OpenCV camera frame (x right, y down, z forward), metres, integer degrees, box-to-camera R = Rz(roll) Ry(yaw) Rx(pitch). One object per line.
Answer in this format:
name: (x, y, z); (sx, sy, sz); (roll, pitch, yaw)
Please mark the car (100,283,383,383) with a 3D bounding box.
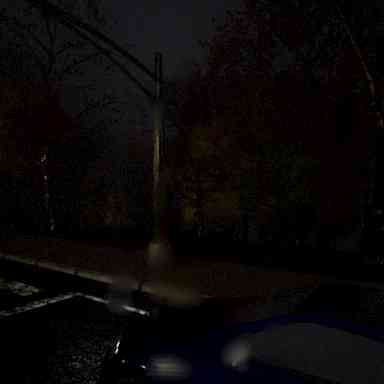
car: (1.127, 1.564, 2.879); (4.181, 1.385, 1.994); (0, 0, 35)
